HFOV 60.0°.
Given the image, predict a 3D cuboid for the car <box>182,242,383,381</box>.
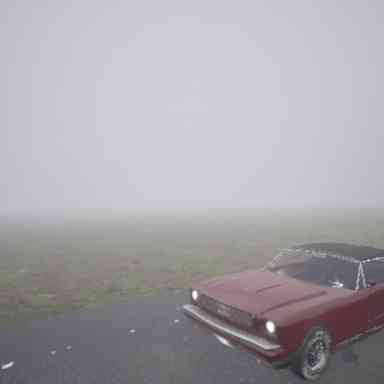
[{"bbox_3d":[2.204,1.598,5.563,4.718,1.301,1.895,0,0,-35],"label":"car"}]
